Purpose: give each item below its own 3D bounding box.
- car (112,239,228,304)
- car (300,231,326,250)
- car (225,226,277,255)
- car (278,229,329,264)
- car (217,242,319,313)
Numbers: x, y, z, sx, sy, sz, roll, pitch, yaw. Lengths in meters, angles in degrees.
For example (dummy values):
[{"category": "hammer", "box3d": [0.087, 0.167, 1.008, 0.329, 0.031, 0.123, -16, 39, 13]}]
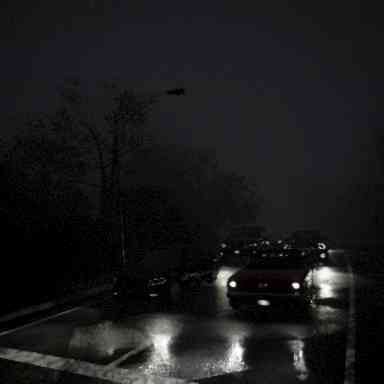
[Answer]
[{"category": "car", "box3d": [-0.636, 2.567, 11.266, 1.882, 1.535, 5.008, -6, -6, 25]}, {"category": "car", "box3d": [10.566, 4.206, 29.340, 1.837, 1.490, 4.892, -5, -8, 18]}, {"category": "car", "box3d": [3.426, 3.110, 20.348, 2.150, 2.045, 5.566, -5, -7, 22]}, {"category": "car", "box3d": [6.202, 2.831, 17.950, 2.097, 1.767, 4.553, -5, -7, 22]}, {"category": "car", "box3d": [2.469, 2.370, 9.635, 1.895, 1.301, 4.718, -5, -6, 22]}]
